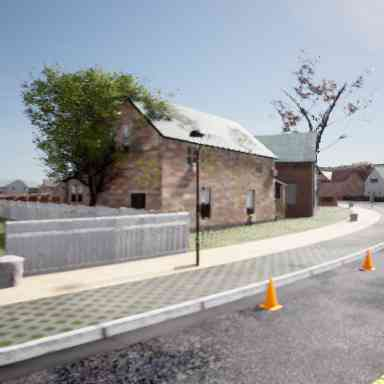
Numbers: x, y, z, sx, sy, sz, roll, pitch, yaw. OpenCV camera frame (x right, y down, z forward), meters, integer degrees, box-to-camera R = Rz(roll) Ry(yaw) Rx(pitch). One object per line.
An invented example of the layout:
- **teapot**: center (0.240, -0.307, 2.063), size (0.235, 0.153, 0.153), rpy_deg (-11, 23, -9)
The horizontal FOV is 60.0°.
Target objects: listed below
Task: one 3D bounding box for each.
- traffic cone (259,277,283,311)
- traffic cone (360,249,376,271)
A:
- **traffic cone**: center (1.565, 1.974, 6.576), size (0.340, 0.580, 0.340), rpy_deg (0, 0, -40)
- **traffic cone**: center (5.185, 1.975, 9.788), size (0.340, 0.580, 0.340), rpy_deg (0, 0, -43)
